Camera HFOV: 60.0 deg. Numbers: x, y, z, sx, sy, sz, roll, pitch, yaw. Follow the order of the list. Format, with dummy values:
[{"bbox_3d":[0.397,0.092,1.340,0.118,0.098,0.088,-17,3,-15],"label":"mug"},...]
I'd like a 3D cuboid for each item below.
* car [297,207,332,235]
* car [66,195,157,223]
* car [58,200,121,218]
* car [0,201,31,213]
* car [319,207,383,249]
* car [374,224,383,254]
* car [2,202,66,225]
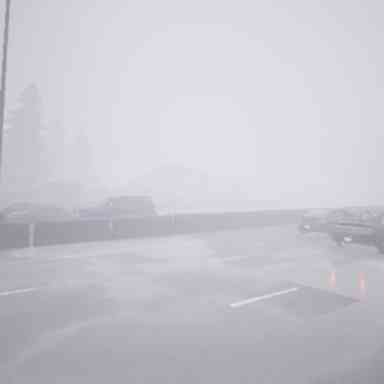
[{"bbox_3d":[7.539,1.538,17.712,4.674,1.442,1.812,0,0,-35],"label":"car"},{"bbox_3d":[-4.996,1.228,21.917,5.566,2.045,2.150,0,0,-35],"label":"car"},{"bbox_3d":[-9.615,1.556,31.517,5.357,1.411,2.033,0,0,-35],"label":"car"},{"bbox_3d":[-12.966,1.482,24.833,5.008,1.535,1.882,0,0,-35],"label":"car"},{"bbox_3d":[7.631,1.502,13.481,4.902,1.511,2.128,0,0,-35],"label":"car"},{"bbox_3d":[6.840,1.572,8.619,4.181,1.385,1.994,0,0,-35],"label":"car"},{"bbox_3d":[-10.189,1.569,22.513,4.181,1.385,1.994,0,0,-35],"label":"car"}]
